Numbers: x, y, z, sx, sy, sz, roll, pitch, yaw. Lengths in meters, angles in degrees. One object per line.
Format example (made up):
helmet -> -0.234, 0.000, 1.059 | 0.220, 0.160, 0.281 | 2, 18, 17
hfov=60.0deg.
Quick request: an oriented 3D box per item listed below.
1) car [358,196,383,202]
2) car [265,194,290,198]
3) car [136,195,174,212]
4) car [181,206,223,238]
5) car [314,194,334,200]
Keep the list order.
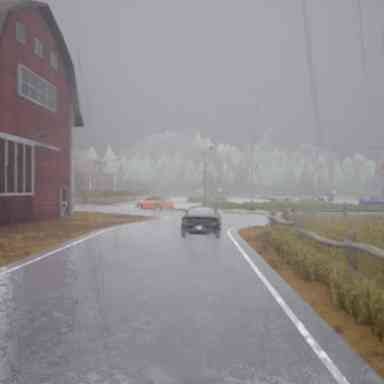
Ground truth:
car -> 31.262, 1.505, 57.438 | 4.611, 1.667, 2.242 | 0, 0, 4
car -> 18.885, 1.284, 72.234 | 4.605, 1.855, 1.932 | 0, 0, 4
car -> -4.279, 1.242, 37.904 | 4.553, 1.767, 2.097 | 1, 0, 39
car -> 0.587, 1.460, 17.537 | 1.882, 1.535, 5.008 | 0, 0, 6
car -> 32.735, 1.316, 81.599 | 3.866, 1.878, 1.905 | 0, 0, 4
